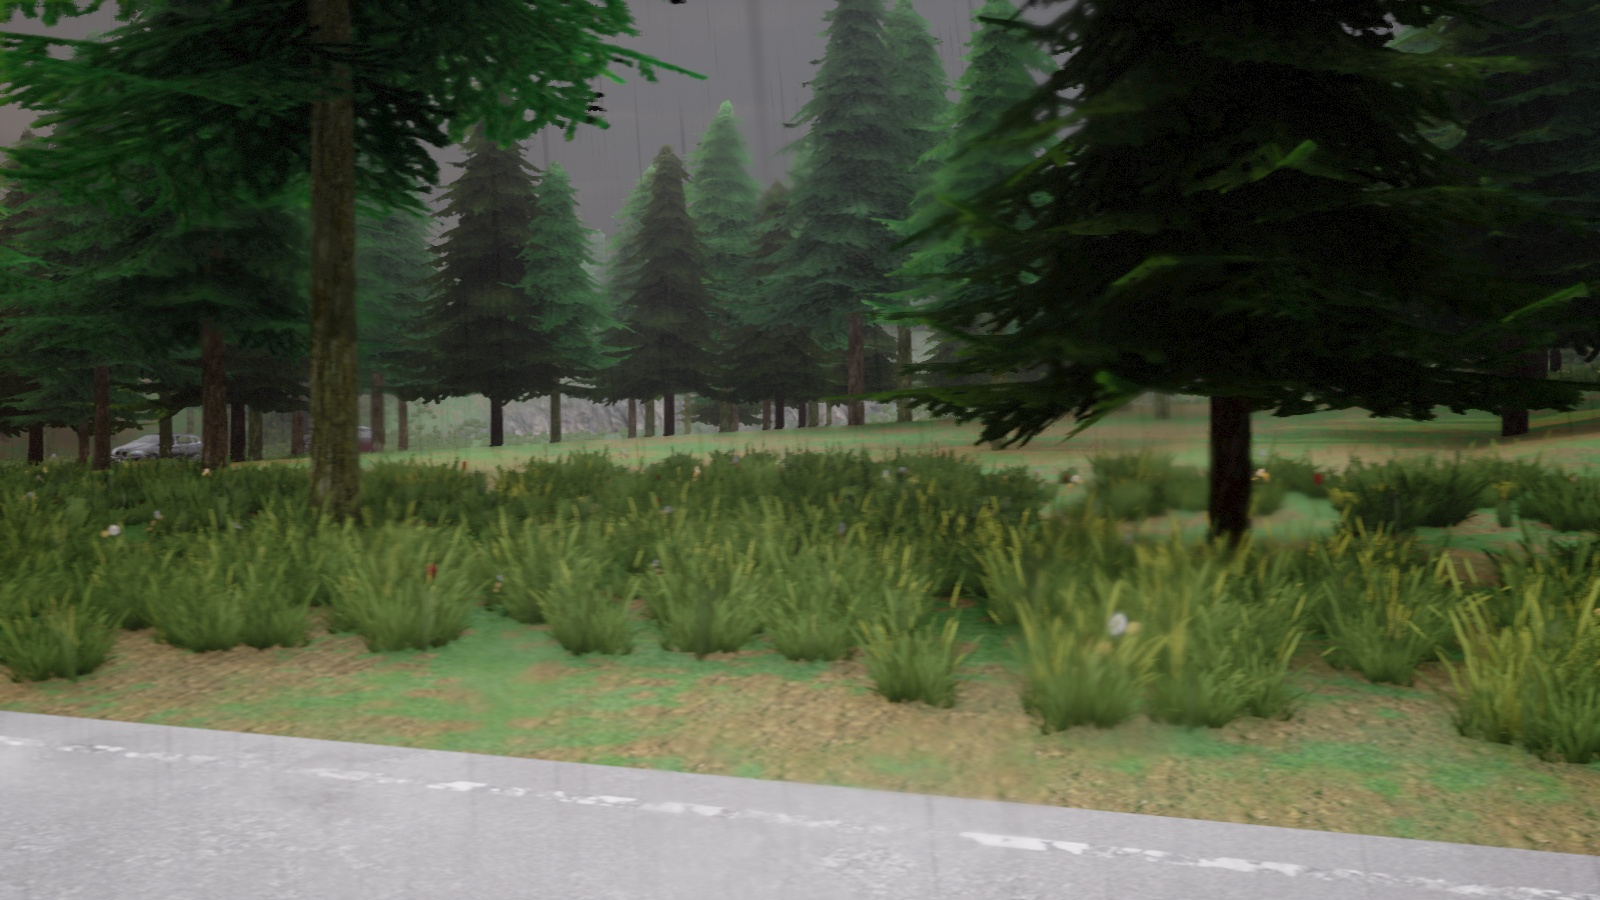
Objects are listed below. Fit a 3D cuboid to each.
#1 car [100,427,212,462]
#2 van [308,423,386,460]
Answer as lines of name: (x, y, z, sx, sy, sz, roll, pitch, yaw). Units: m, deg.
car: (-31.494, -0.294, 61.566, 2.242, 1.667, 4.611, 1, 1, 18)
van: (-25.288, -0.501, 70.271, 1.775, 1.987, 4.442, 1, 1, 18)
